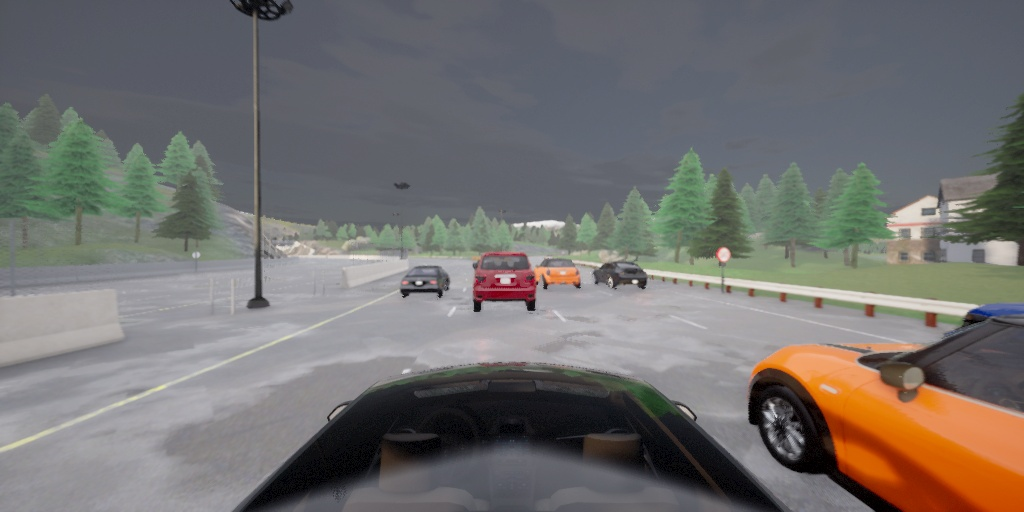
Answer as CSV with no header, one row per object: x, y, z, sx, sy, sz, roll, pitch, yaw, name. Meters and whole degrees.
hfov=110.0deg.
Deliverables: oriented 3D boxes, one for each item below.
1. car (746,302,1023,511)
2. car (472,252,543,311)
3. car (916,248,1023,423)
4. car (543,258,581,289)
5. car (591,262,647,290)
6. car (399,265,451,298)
3.523,1.088,1.917,2.097,1.767,4.553,0,1,0,car
-0.364,0.856,13.972,2.150,2.045,5.566,0,1,-4,car
7.043,0.940,2.502,2.150,2.045,5.566,0,1,0,car
2.526,0.907,21.252,2.097,1.767,4.553,0,1,-5,car
6.090,1.053,20.799,1.837,1.490,4.892,0,1,-5,car
-4.117,1.160,17.599,2.033,1.411,5.357,0,1,-5,car
